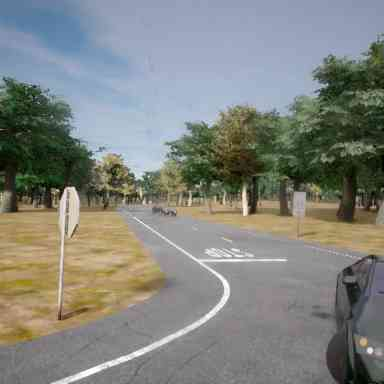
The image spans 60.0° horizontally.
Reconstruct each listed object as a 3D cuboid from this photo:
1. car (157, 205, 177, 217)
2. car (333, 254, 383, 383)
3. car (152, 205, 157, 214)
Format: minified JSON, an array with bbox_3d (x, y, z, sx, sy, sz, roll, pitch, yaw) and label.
[{"bbox_3d":[-3.465,2.850,48.046,1.895,1.301,4.718,3,-2,-13],"label":"car"},{"bbox_3d":[3.120,1.643,4.642,1.994,1.385,4.181,1,-1,22],"label":"car"},{"bbox_3d":[-5.720,2.961,56.893,1.882,1.535,5.008,3,-2,-14],"label":"car"}]
